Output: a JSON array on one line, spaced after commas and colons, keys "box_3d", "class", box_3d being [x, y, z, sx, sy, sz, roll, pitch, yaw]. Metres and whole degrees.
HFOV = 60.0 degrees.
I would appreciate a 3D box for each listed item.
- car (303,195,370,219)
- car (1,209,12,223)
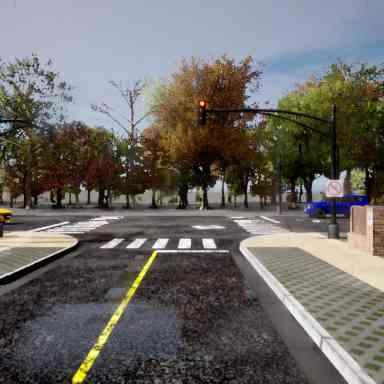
[{"box_3d": [12.853, 1.279, 29.626, 5.566, 2.045, 2.150, 0, 0, 0], "class": "car"}, {"box_3d": [-15.092, 1.423, 22.940, 5.008, 1.535, 1.882, 0, 0, 0], "class": "car"}]
